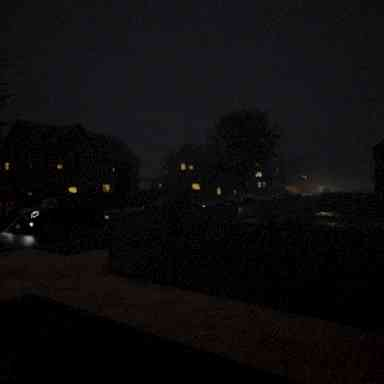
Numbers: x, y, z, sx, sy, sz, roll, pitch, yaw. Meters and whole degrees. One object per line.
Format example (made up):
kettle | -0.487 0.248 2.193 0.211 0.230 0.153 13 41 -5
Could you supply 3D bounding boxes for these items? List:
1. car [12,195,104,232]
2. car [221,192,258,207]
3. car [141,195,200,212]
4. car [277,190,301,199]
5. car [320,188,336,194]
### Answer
car | -6.925 0.991 17.504 2.097 1.767 4.553 1 2 34
car | 5.100 0.697 34.448 2.033 1.411 5.357 1 2 36
car | -1.457 0.962 25.253 2.033 1.411 5.357 1 2 35
car | 13.460 0.418 46.050 1.895 1.301 4.718 1 2 36
car | 21.684 0.137 52.679 1.837 1.490 4.892 1 2 36
